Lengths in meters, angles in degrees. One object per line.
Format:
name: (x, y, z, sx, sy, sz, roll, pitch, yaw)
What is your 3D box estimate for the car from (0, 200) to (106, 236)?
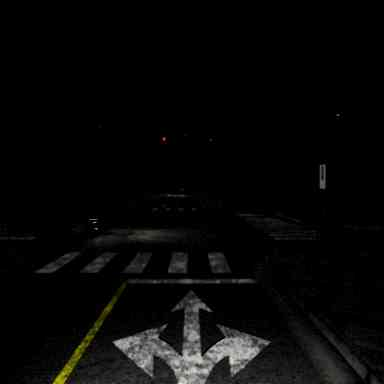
car: (-6.390, 1.126, 14.784, 5.008, 1.535, 1.882, 1, 1, 0)

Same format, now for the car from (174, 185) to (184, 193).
car: (-2.923, -0.666, 73.117, 2.097, 1.767, 4.553, 0, 1, 0)
